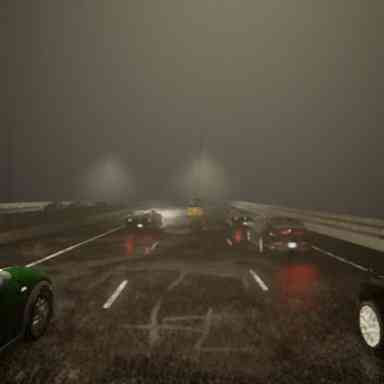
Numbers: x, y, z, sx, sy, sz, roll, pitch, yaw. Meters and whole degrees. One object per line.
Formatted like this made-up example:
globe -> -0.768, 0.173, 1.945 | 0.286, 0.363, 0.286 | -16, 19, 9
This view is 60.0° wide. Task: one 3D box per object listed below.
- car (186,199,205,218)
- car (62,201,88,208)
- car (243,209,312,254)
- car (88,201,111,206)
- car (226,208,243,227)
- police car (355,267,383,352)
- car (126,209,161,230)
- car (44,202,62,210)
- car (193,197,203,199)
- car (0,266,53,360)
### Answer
car -> 0.365, 1.871, 35.272 | 1.801, 1.575, 5.366 | 0, -1, 1
car -> -16.819, 2.091, 49.438 | 2.128, 1.511, 4.902 | 0, -1, 2
car -> 3.552, 1.664, 14.177 | 1.837, 1.490, 4.892 | 0, -1, 0
car -> -13.312, 2.082, 49.583 | 1.882, 1.535, 5.008 | 0, -1, 2
car -> 3.674, 1.891, 25.127 | 1.895, 1.301, 4.718 | 0, -1, 1
police car -> 3.501, 1.464, 3.366 | 1.930, 1.638, 5.238 | 0, -1, 0
car -> -3.246, 1.866, 23.229 | 1.895, 1.301, 4.718 | 0, -1, 1
car -> -20.315, 2.164, 49.615 | 1.994, 1.385, 4.181 | 0, -1, 2
car -> 0.983, 1.909, 55.622 | 2.150, 2.045, 5.566 | 0, -1, 2
car -> -3.388, 1.394, 3.780 | 2.097, 1.767, 4.553 | 0, -1, 0
